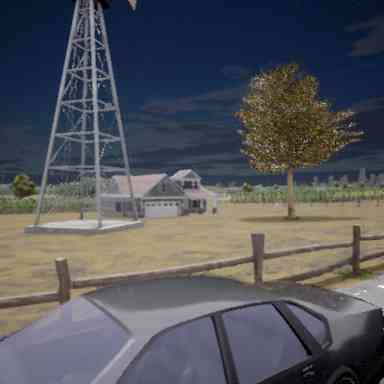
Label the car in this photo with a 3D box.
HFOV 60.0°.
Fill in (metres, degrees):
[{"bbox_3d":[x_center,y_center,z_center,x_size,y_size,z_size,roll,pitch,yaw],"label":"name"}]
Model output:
[{"bbox_3d":[-0.279,1.552,2.866,5.357,1.411,2.033,0,0,-36],"label":"car"}]
